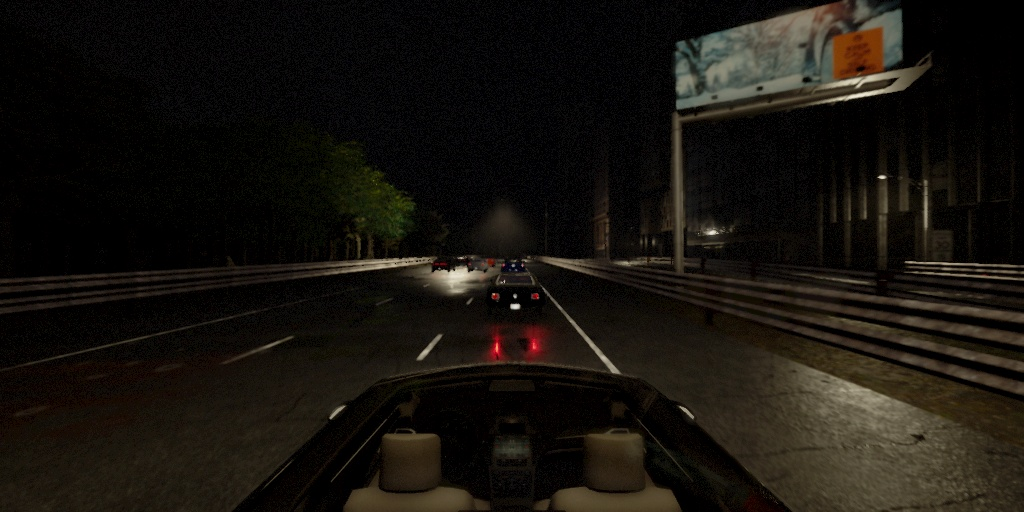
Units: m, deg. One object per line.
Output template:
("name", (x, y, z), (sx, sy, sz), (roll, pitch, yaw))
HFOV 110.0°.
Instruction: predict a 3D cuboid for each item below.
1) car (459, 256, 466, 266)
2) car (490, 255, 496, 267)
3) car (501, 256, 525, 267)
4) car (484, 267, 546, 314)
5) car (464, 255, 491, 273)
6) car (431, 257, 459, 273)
("car", (-6.940, 0.784, 51.110), (2.128, 1.511, 4.902), (0, 1, 0))
("car", (-3.441, 0.644, 51.072), (2.097, 1.767, 4.553), (0, 0, 0))
("car", (0.106, 0.815, 31.832), (2.097, 1.767, 4.553), (0, 1, 0))
("car", (0.108, 1.243, 13.215), (1.895, 1.301, 4.718), (0, 1, 0))
("car", (-3.484, 0.941, 37.075), (1.812, 1.442, 4.674), (0, 1, 0))
("car", (-6.985, 0.922, 36.986), (1.837, 1.490, 4.892), (0, 1, 0))
